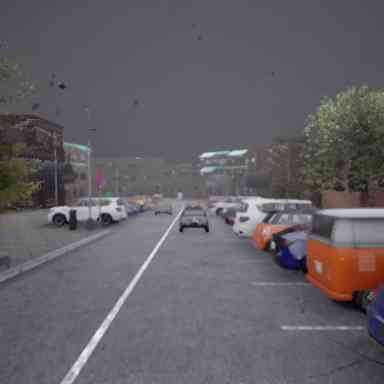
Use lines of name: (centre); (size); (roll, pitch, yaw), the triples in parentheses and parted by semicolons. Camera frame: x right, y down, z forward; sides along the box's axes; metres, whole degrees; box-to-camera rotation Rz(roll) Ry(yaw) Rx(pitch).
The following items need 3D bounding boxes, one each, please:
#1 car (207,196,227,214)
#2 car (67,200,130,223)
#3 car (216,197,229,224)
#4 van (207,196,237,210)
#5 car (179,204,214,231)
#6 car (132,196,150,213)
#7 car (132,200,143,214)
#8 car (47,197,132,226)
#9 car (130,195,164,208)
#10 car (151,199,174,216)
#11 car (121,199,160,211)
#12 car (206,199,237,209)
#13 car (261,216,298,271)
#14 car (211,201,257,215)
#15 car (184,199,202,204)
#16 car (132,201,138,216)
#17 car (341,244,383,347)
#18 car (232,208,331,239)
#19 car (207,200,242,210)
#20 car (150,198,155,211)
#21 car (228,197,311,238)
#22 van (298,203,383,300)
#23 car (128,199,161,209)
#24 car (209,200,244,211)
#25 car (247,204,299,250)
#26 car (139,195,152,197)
car: (4.657, 1.516, 34.793); (5.566, 2.045, 2.435); (0, 0, 0)
car: (-7.621, 1.581, 27.493); (4.553, 1.767, 2.185); (0, 0, 0)
car: (4.711, 1.597, 29.330); (4.553, 1.767, 2.185); (0, 0, 0)
van: (4.585, 1.674, 51.551); (4.442, 1.987, 1.878); (0, 0, 0)
car: (0.127, 1.728, 21.758); (2.033, 1.411, 5.357); (0, 0, 0)
car: (-7.672, 1.679, 39.371); (4.553, 1.767, 2.185); (0, 0, 0)
car: (-7.643, 1.796, 33.492); (4.674, 1.452, 2.002); (0, 0, 0)
car: (-7.683, 1.432, 24.681); (5.566, 2.045, 2.435); (0, 0, 0)
car: (-7.594, 1.622, 56.900); (5.566, 2.045, 2.435); (0, 0, 0)
car: (-3.058, 1.807, 36.558); (1.837, 1.490, 4.892); (0, -1, 0)
car: (-7.446, 1.874, 48.185); (5.366, 1.575, 1.946); (0, 0, 0)
car: (4.699, 1.896, 54.359); (4.892, 1.521, 2.231); (0, 1, 0)
car: (4.688, 1.590, 9.651); (4.792, 1.488, 2.163); (0, 0, 0)
car: (4.682, 1.790, 37.585); (5.008, 1.535, 2.097); (0, 0, 0)
car: (0.142, 1.687, 40.509); (2.097, 1.767, 4.553); (0, 0, 0)
car: (-7.647, 1.771, 30.430); (4.674, 1.452, 2.002); (0, 0, 0)
car: (4.652, 1.555, 4.061); (4.674, 1.452, 2.002); (0, 0, 0)
car: (4.697, 1.659, 18.029); (4.792, 1.488, 2.163); (0, 0, 0)
car: (4.705, 1.883, 48.756); (4.892, 1.521, 2.231); (0, 0, 0)
car: (-7.644, 1.829, 42.182); (4.892, 1.521, 2.231); (0, 0, 0)
car: (4.693, 1.355, 15.239); (5.566, 2.045, 2.435); (0, 0, 0)
van: (4.774, 1.312, 6.857); (4.442, 1.987, 1.878); (0, 0, 0)
car: (-7.631, 1.897, 53.957); (5.008, 1.535, 2.097); (0, 0, 0)
car: (4.698, 1.899, 45.965); (4.674, 1.452, 2.002); (0, 0, 0)
car: (4.631, 1.458, 12.443); (4.553, 1.767, 2.185); (0, 0, 0)
car: (-7.598, 1.771, 51.127); (4.553, 1.767, 2.185); (0, 0, 0)
